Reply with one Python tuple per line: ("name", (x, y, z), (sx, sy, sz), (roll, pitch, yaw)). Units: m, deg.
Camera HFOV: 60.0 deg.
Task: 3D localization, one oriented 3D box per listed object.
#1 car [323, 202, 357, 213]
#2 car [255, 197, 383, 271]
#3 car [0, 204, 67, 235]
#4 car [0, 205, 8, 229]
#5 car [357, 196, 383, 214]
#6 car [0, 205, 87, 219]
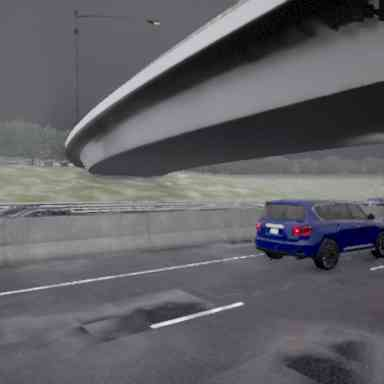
("car", (19.402, 1.950, 43.609), (4.718, 1.301, 1.895), (1, -1, -35))
("car", (4.597, 1.257, 11.325), (5.566, 2.045, 2.150), (0, 0, -36))
("car", (-9.748, 1.511, 18.533), (4.892, 1.490, 1.837), (0, 0, -35))
("car", (-13.613, 1.565, 20.075), (4.181, 1.385, 1.994), (0, 0, -35))
("car", (23.556, 1.601, 42.268), (5.566, 2.045, 2.150), (0, 0, -35))
("car", (-7.448, 1.498, 15.875), (4.902, 1.511, 2.128), (0, 0, -36))
